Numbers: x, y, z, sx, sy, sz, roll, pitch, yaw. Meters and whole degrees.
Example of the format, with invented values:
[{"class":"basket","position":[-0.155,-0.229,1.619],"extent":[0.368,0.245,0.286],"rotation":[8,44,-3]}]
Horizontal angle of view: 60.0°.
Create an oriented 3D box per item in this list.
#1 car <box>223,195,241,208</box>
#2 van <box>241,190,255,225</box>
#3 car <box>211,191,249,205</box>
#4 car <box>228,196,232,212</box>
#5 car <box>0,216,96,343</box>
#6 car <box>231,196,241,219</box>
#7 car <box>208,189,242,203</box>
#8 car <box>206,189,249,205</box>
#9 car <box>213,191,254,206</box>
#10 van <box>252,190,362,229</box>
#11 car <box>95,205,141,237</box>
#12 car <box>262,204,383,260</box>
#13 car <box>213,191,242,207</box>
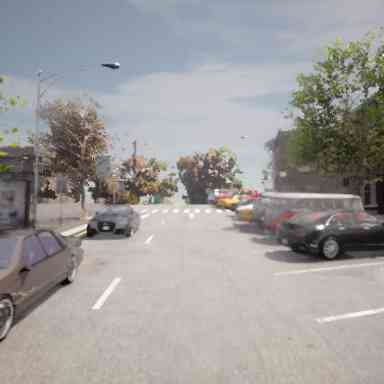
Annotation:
[{"class":"car","position":[5.273,1.174,26.552],"extent":[4.674,1.452,2.002],"rotation":[0,1,-20]},{"class":"van","position":[5.153,1.024,17.429],"extent":[4.442,1.987,1.878],"rotation":[0,1,-20]},{"class":"car","position":[5.155,0.813,44.693],"extent":[4.553,1.767,2.185],"rotation":[1,-2,-21]},{"class":"car","position":[5.282,1.213,23.524],"extent":[4.674,1.452,2.002],"rotation":[0,1,-20]},{"class":"car","position":[-3.676,1.469,6.475],"extent":[2.033,1.411,5.357],"rotation":[0,1,-1]},{"class":"car","position":[5.443,1.210,20.563],"extent":[5.366,1.575,1.946],"rotation":[0,1,-20]},{"class":"car","position":[5.193,0.727,38.616],"extent":[5.566,2.045,2.435],"rotation":[0,1,-21]},{"class":"car","position":[5.057,0.767,47.645],"extent":[5.566,2.045,2.435],"rotation":[2,-5,-20]},{"class":"car","position":[5.148,0.814,41.668],"extent":[4.553,1.767,2.185],"rotation":[1,0,-21]},{"class":"van","position":[5.145,1.063,14.401],"extent":[4.442,1.987,1.878],"rotation":[0,1,-20]},{"class":"car","position":[-3.736,1.357,16.469],"extent":[1.994,1.385,4.181],"rotation":[0,1,0]},{"class":"car","position":[5.233,1.330,11.426],"extent":[4.892,1.521,2.231],"rotation":[1,0,-20]},{"class":"car","position":[5.416,1.016,35.671],"extent":[5.366,1.575,1.946],"rotation":[0,0,-20]}]
